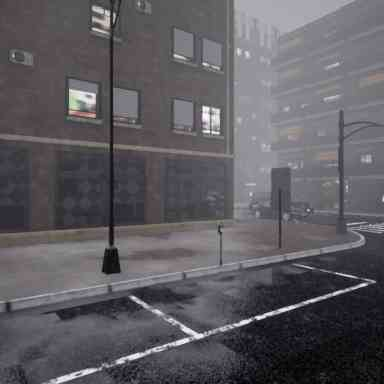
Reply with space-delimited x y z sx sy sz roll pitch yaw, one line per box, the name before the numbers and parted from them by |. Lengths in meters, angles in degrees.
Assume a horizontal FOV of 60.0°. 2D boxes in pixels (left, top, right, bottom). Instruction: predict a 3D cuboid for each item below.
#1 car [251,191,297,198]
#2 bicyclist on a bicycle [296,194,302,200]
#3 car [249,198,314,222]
car | 7.170 0.988 27.322 2.150 2.045 5.566 0 1 -36
bicyclist on a bicycle | 11.522 1.011 36.196 1.656 1.620 0.582 0 1 -36
car | 6.262 1.342 24.181 2.008 1.369 4.403 1 0 -36
